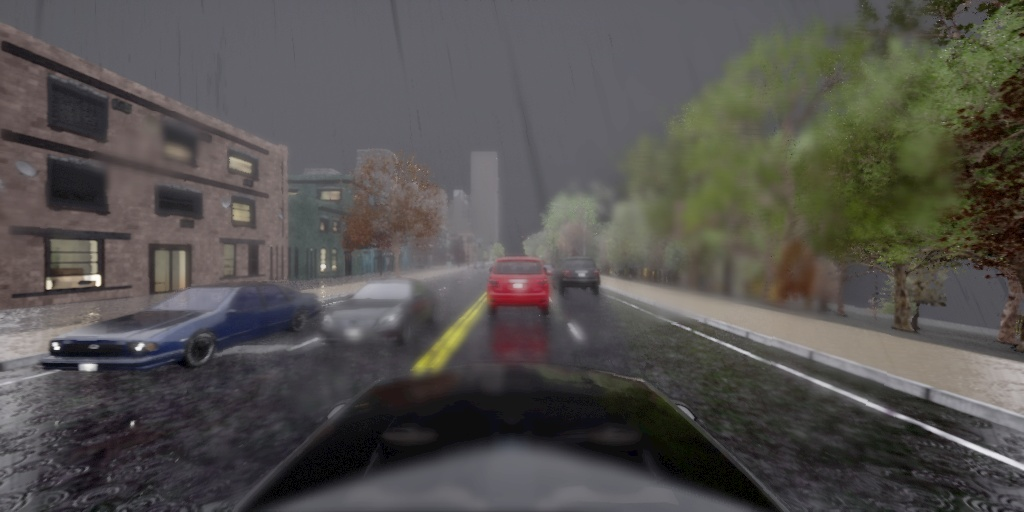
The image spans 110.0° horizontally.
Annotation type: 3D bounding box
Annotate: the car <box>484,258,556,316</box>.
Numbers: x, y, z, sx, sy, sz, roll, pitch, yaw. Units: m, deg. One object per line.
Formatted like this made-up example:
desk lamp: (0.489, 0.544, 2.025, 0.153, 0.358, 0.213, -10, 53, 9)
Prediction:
car: (0.318, 1.100, 14.218, 2.150, 2.045, 5.566, 0, 0, 1)

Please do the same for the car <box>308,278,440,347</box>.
car: (-3.208, 1.354, 9.721, 1.812, 1.442, 4.674, 0, -1, 1)

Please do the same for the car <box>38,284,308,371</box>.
car: (-6.494, 1.358, 8.199, 2.033, 1.411, 5.357, 0, -1, 1)

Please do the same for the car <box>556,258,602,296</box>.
car: (3.737, 1.168, 21.152, 2.150, 2.045, 5.566, 0, -1, 1)
